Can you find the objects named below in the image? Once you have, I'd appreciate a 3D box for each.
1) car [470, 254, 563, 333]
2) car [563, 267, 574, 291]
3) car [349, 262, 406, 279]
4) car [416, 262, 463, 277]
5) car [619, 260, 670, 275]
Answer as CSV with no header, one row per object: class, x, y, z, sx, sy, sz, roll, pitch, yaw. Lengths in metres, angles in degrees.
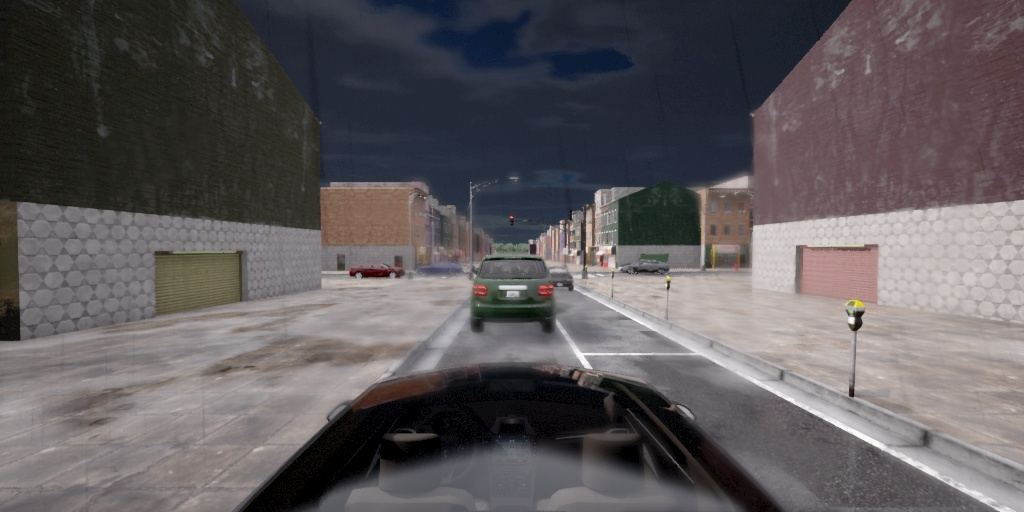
car,0.029,0.968,10.905,2.150,2.045,5.566,0,0,0
car,2.594,1.296,21.320,2.007,1.370,4.403,0,0,0
car,-12.397,1.337,33.248,5.008,1.535,1.882,0,1,-1
car,-7.274,1.290,36.205,4.674,1.442,1.812,0,1,0
car,13.341,1.126,36.252,4.902,1.511,2.128,0,1,1
